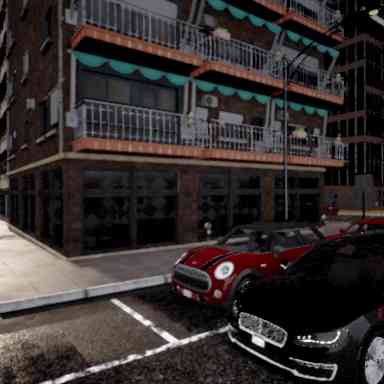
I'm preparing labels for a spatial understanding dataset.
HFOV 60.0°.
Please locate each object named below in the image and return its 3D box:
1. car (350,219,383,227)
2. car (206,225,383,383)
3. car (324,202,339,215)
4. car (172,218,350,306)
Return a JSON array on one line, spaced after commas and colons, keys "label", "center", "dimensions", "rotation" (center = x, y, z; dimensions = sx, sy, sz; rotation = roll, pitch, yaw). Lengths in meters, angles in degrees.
[{"label": "car", "center": [6.028, 1.586, 10.874], "dimensions": [4.507, 1.381, 1.887], "rotation": [0, -1, -36]}, {"label": "car", "center": [2.763, 1.524, 5.335], "dimensions": [4.892, 1.490, 1.837], "rotation": [0, 0, -35]}, {"label": "car", "center": [15.268, 1.882, 39.769], "dimensions": [1.967, 1.590, 4.097], "rotation": [-2, 0, -36]}, {"label": "car", "center": [1.532, 1.461, 7.665], "dimensions": [4.097, 1.590, 1.967], "rotation": [0, -1, -36]}]
